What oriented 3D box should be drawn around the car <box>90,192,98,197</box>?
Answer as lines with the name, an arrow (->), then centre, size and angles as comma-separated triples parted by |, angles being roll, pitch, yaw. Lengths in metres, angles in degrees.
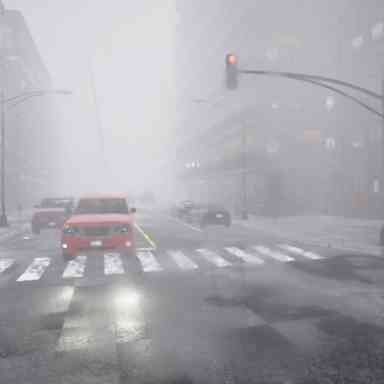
car -> -25.936, 0.626, 87.854 | 1.802, 1.307, 4.206 | 0, 0, -15

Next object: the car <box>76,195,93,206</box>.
car -> -14.373, 1.084, 44.813 | 1.947, 1.339, 4.313 | 0, 0, -15

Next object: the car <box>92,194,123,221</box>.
car -> -6.402, 1.077, 25.156 | 2.097, 1.767, 4.553 | 0, 1, -15

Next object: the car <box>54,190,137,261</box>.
car -> -3.293, 1.101, 12.390 | 2.150, 2.045, 5.566 | 0, 1, -11

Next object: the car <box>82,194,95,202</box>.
car -> -17.264, 0.965, 55.573 | 1.947, 1.339, 4.313 | 0, 0, -15

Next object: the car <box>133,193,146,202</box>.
car -> -9.160, 0.886, 57.708 | 1.887, 1.381, 4.507 | 0, 1, -15

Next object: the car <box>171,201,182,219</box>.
car -> -0.489, 1.281, 25.428 | 1.802, 1.307, 4.206 | 0, 1, -15

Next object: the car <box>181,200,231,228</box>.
car -> 0.956, 1.325, 20.048 | 1.947, 1.339, 4.313 | 0, 1, -15

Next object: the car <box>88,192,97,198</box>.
car -> -23.045, 0.707, 77.094 | 1.887, 1.381, 4.507 | 0, 0, -15

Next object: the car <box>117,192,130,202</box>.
car -> -11.816, 0.863, 57.180 | 1.837, 1.490, 4.892 | 0, 1, -15

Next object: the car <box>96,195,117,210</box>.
car -> -9.539, 1.085, 37.136 | 2.128, 1.511, 4.902 | 0, 1, -15

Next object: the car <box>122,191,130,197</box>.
car -> -17.876, 0.510, 90.152 | 1.752, 1.417, 4.829 | 0, 0, -15

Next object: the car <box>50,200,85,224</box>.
car -> -8.593, 1.302, 23.293 | 1.887, 1.381, 4.507 | 0, 0, -15

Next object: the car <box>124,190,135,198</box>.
car -> -14.939, 0.420, 79.226 | 2.192, 1.841, 5.009 | 0, 1, -15

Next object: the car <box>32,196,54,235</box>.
car -> -7.145, 1.132, 17.911 | 2.192, 1.841, 5.009 | 0, 0, -15

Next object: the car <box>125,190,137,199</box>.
car -> -13.494, 0.479, 73.846 | 2.192, 1.841, 5.009 | 0, 1, -15

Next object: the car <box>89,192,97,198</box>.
car -> -24.490, 0.685, 82.473 | 1.802, 1.307, 4.206 | 0, 0, -15

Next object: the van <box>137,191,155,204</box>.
van -> -6.269, 0.802, 46.947 | 1.690, 1.788, 3.998 | 0, 1, -15
